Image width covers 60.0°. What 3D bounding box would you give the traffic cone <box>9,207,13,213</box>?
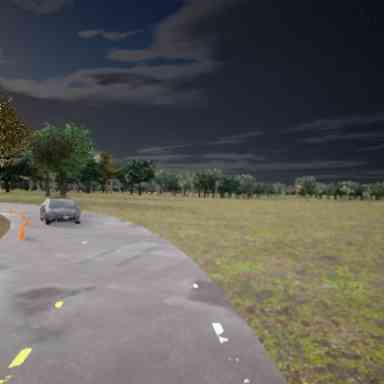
[{"bbox_3d":[-14.231,1.378,26.144,0.340,0.580,0.340,0,1,-40],"label":"traffic cone"}]

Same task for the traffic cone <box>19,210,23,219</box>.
[{"bbox_3d":[-11.422,1.477,22.346,0.340,0.580,0.340,0,1,-33],"label":"traffic cone"}]

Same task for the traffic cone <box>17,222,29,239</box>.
[{"bbox_3d":[-7.135,1.669,13.942,0.340,0.580,0.340,0,1,-21],"label":"traffic cone"}]

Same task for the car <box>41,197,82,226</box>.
[{"bbox_3d":[-7.990,1.101,20.103,1.837,1.490,4.892,1,1,-29],"label":"car"}]

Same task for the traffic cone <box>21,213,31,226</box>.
[{"bbox_3d":[-9.047,1.575,18.263,0.340,0.580,0.340,0,1,-27],"label":"traffic cone"}]
